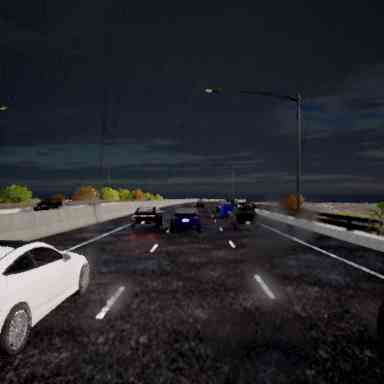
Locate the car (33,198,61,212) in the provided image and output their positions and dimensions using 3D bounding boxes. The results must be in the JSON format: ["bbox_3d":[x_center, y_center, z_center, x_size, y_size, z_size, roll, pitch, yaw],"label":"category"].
[{"bbox_3d":[-20.286,1.853,47.118,2.150,2.045,5.566,0,-1,2],"label":"car"}]

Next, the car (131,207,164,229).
[{"bbox_3d":[-3.141,1.804,24.052,2.128,1.511,4.902,0,-1,1],"label":"car"}]

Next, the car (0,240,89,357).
[{"bbox_3d":[-3.362,1.600,6.036,1.812,1.442,4.674,0,-1,0],"label":"car"}]

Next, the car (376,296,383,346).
[{"bbox_3d":[3.508,1.465,2.648,2.033,1.649,4.856,0,-1,0],"label":"car"}]

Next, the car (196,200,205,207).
[{"bbox_3d":[1.985,2.607,76.884,2.128,1.511,4.902,0,-1,3],"label":"car"}]

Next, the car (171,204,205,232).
[{"bbox_3d":[-0.329,1.796,22.455,2.163,1.488,4.792,0,-1,1],"label":"car"}]

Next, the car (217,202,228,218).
[{"bbox_3d":[3.989,1.949,35.408,1.882,1.535,5.008,0,-1,1],"label":"car"}]

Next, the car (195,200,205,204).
[{"bbox_3d":[1.498,2.465,64.284,1.994,1.385,4.181,0,-1,3],"label":"car"}]

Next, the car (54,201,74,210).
[{"bbox_3d":[-16.818,2.219,46.054,1.895,1.301,4.718,0,-1,2],"label":"car"}]

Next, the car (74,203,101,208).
[{"bbox_3d":[-13.369,2.142,44.395,2.033,1.411,5.357,0,-1,2],"label":"car"}]

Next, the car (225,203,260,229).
[{"bbox_3d":[3.759,1.824,24.489,1.837,1.490,4.892,0,-1,1],"label":"car"}]

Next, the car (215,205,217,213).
[{"bbox_3d":[4.288,2.133,46.356,2.163,1.488,4.792,0,-1,2],"label":"car"}]
